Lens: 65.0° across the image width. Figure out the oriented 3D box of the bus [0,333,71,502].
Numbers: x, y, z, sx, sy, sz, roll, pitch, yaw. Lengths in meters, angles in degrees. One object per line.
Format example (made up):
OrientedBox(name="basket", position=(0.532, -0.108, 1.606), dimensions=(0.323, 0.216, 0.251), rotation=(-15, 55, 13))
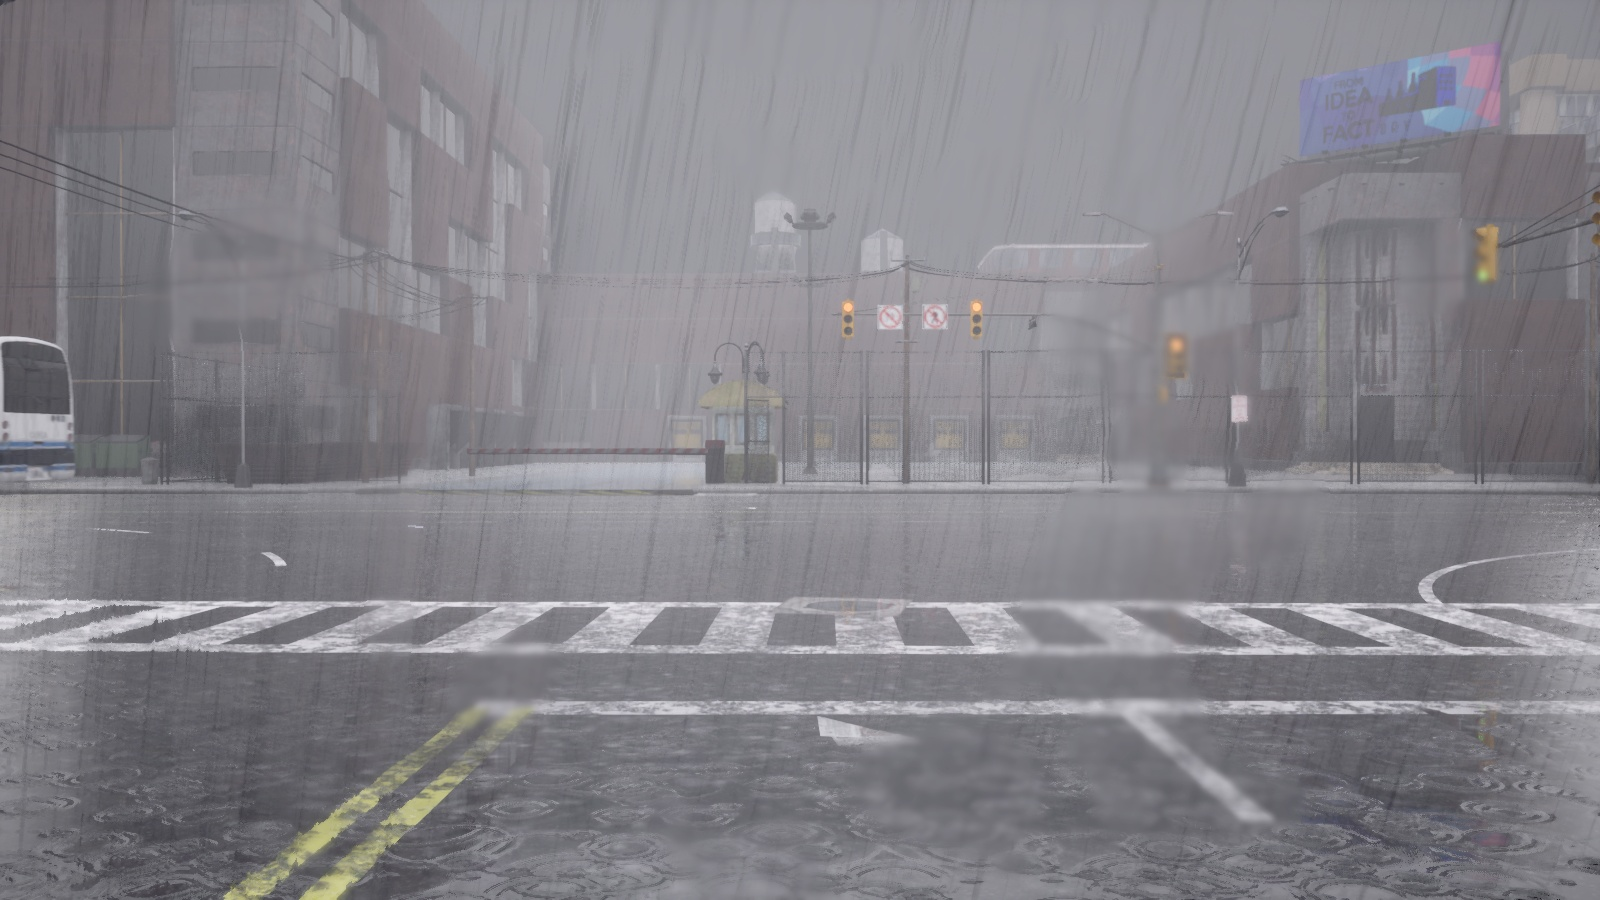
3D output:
OrientedBox(name="bus", position=(-25.286, -0.835, 32.756), dimensions=(10.273, 4.253, 3.944), rotation=(0, 0, 1))
